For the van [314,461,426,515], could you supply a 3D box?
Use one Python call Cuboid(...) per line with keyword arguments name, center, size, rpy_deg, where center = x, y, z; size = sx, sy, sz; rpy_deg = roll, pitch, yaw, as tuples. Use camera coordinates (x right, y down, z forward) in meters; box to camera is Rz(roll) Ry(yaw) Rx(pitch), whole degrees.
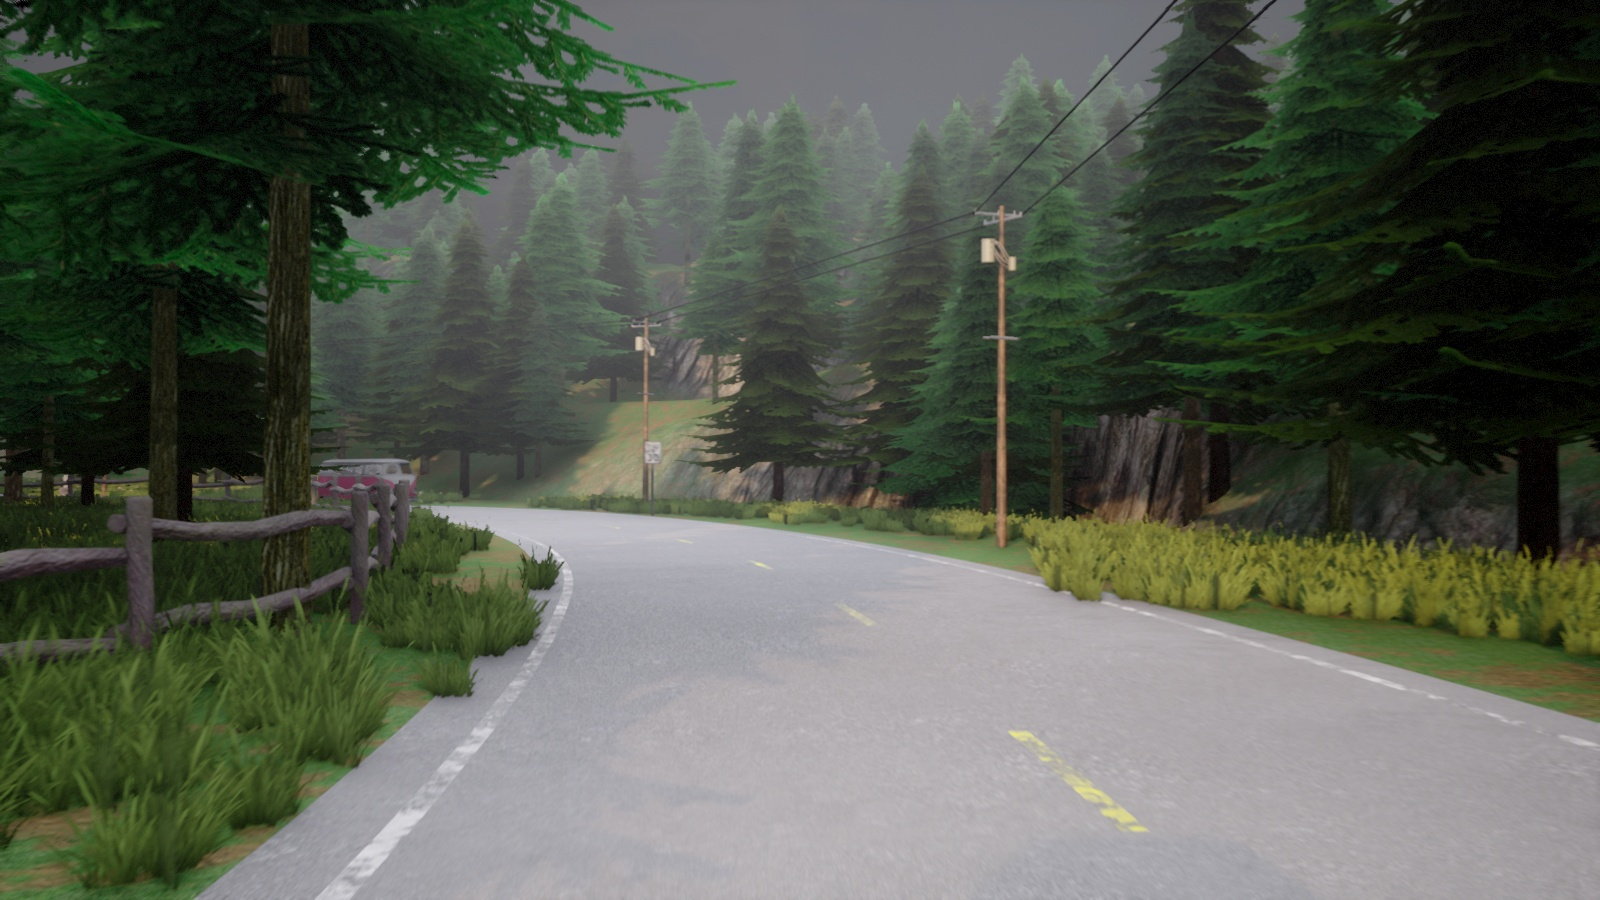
Cuboid(name="van", center=(-16.640, 1.456, 48.529), size=(4.442, 1.987, 1.775), rpy_deg=(-1, -1, 35))
